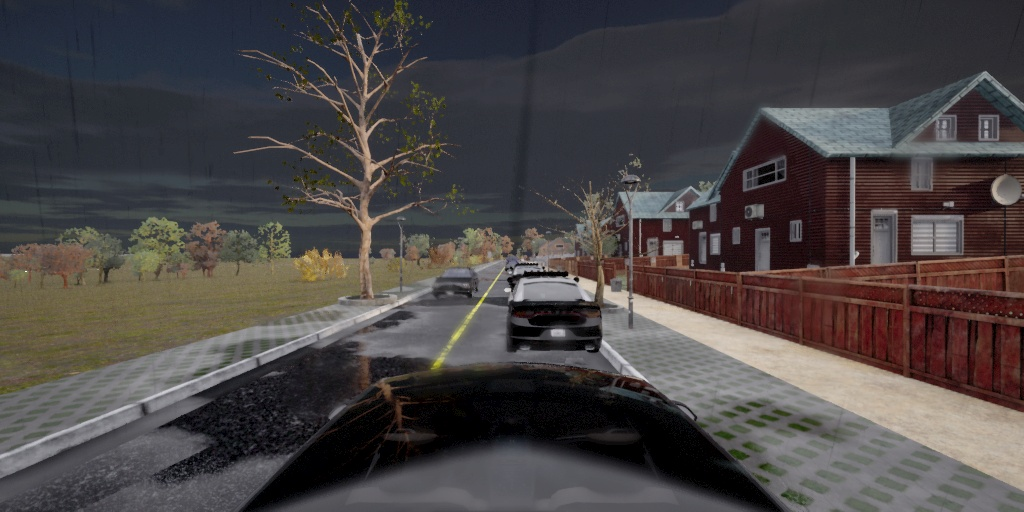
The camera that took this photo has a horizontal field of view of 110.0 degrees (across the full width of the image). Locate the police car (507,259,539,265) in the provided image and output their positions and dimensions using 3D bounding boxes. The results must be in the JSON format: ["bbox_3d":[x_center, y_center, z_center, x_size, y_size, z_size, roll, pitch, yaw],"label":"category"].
[{"bbox_3d":[0.840,1.178,18.990,1.930,1.638,5.238,0,0,0],"label":"police car"}]

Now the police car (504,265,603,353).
[{"bbox_3d":[0.831,1.176,8.989,1.930,1.638,5.238,0,0,0],"label":"police car"}]

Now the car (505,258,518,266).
[{"bbox_3d":[0.080,1.332,47.263,1.994,1.385,4.181,0,0,0],"label":"car"}]

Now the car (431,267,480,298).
[{"bbox_3d":[-2.735,1.299,18.654,2.033,1.411,5.357,0,0,0],"label":"car"}]

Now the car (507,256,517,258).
[{"bbox_3d":[0.055,1.005,62.027,2.150,2.045,5.566,0,0,0],"label":"car"}]
